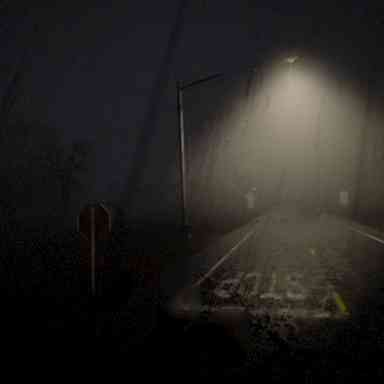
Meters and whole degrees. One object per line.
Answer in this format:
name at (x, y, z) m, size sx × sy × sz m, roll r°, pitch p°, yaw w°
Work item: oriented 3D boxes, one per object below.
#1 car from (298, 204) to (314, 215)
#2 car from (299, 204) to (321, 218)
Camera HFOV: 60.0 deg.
car at (17.209, 2.640, 50.444) m, size 2.033 × 1.411 × 5.357 m, roll -3°, pitch -2°, yaw 16°
car at (14.402, 2.199, 40.554) m, size 2.097 × 1.767 × 4.553 m, roll -3°, pitch -2°, yaw 16°
